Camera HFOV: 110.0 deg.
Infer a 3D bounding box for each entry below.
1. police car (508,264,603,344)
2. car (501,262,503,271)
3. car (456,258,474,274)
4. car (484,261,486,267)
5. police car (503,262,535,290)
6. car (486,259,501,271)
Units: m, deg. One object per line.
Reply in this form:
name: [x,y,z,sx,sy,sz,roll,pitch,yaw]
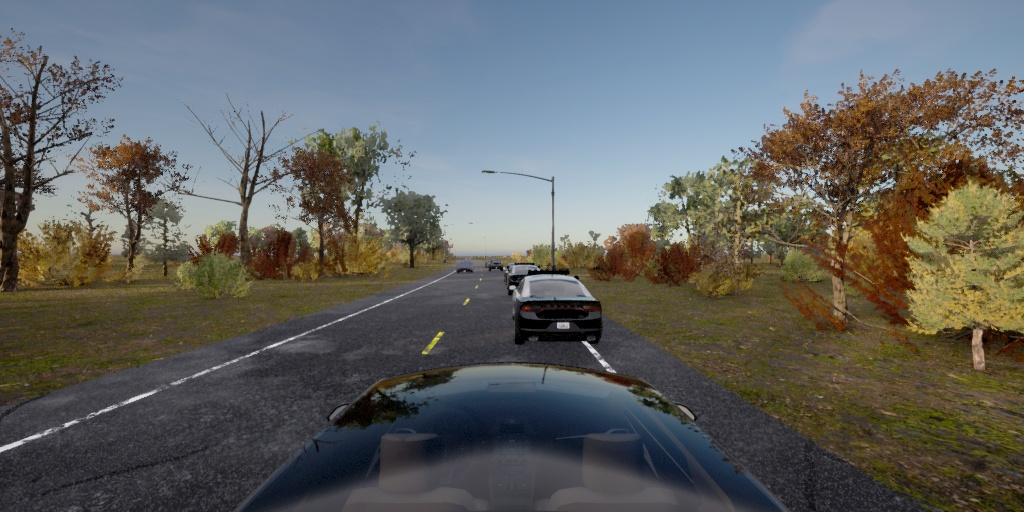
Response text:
police car: [0.969,1.174,9.695,1.930,1.638,5.238,0,0,-1]
car: [0.413,1.217,25.665,1.882,1.535,5.008,0,0,-3]
car: [-5.276,1.281,40.911,2.033,1.411,5.357,0,0,-4]
car: [-3.516,1.209,60.227,2.128,1.511,4.902,0,0,-7]
police car: [0.679,1.170,19.747,1.930,1.638,5.238,0,0,-2]
car: [-2.169,1.234,47.337,1.837,1.490,4.892,0,0,-5]
